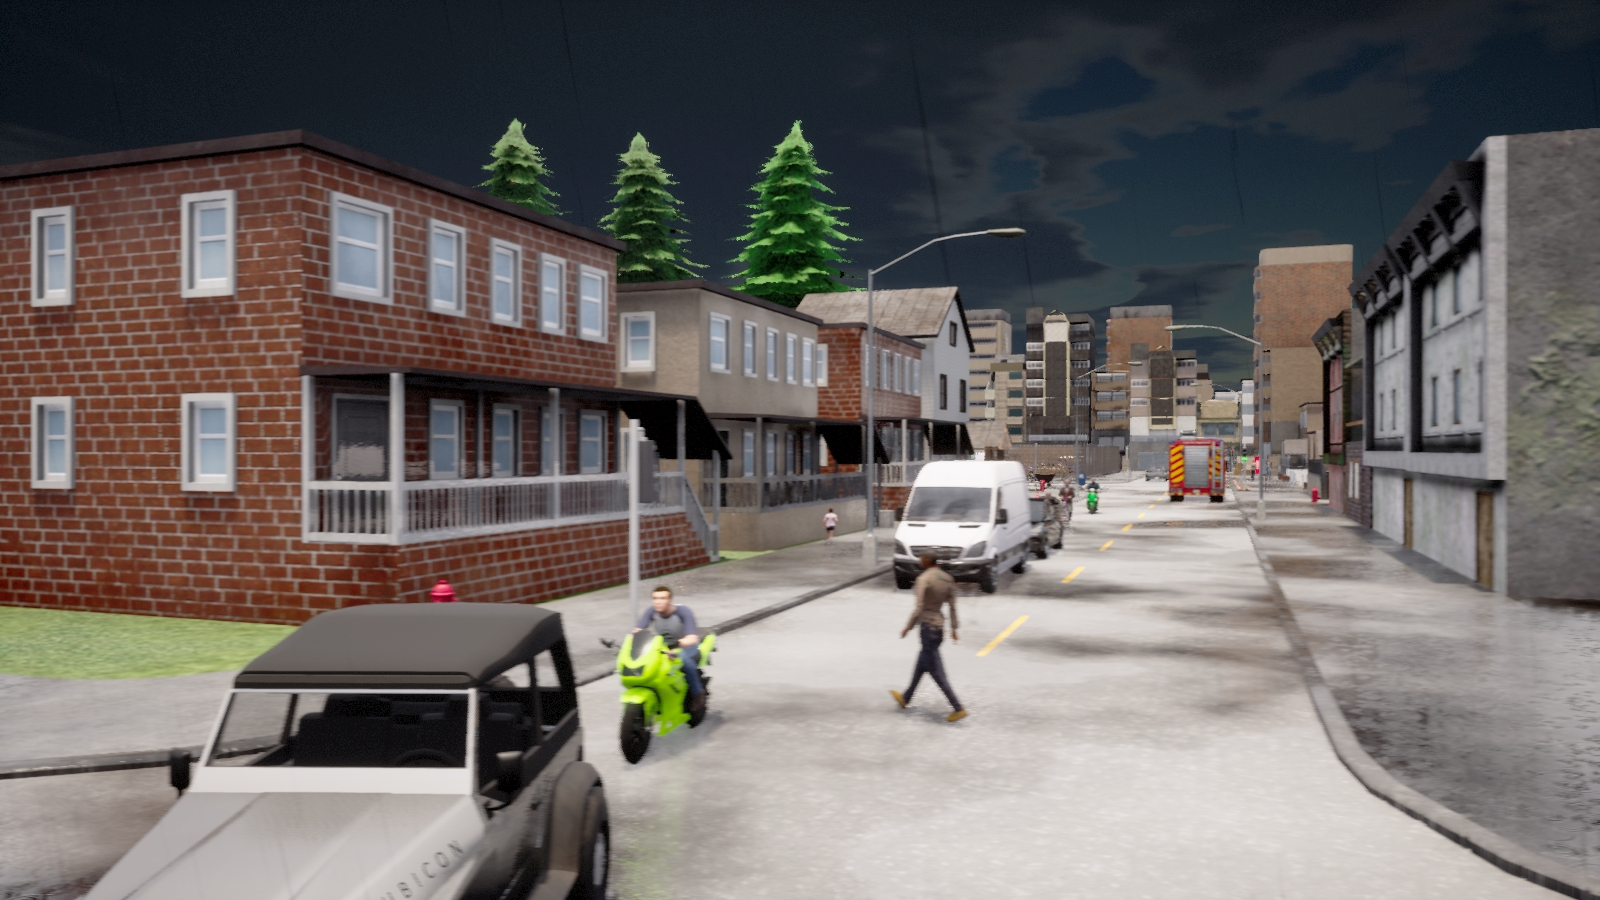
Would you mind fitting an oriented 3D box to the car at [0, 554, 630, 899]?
[{"bbox_3d":[-2.114,1.637,5.633,1.905,1.878,3.866,0,0,1],"label":"car"}]

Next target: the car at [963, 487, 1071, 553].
[{"bbox_3d":[6.029,1.843,31.253,2.163,1.488,4.792,0,0,20],"label":"car"}]

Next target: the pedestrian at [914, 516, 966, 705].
[{"bbox_3d":[1.436,1.629,11.751,0.375,1.860,0.375,0,0,-43],"label":"pedestrian"}]

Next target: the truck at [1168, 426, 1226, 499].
[{"bbox_3d":[22.449,0.671,64.461,2.891,3.827,8.468,0,0,20],"label":"truck"}]

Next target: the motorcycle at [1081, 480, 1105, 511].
[{"bbox_3d":[12.765,1.963,49.734,0.856,1.236,1.805,0,0,20],"label":"motorcycle"}]

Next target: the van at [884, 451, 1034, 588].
[{"bbox_3d":[3.586,1.315,24.577,1.988,2.561,5.915,0,0,20],"label":"van"}]

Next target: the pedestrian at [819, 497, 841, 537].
[{"bbox_3d":[0.840,1.905,32.421,0.500,1.100,0.500,0,0,18],"label":"pedestrian"}]
